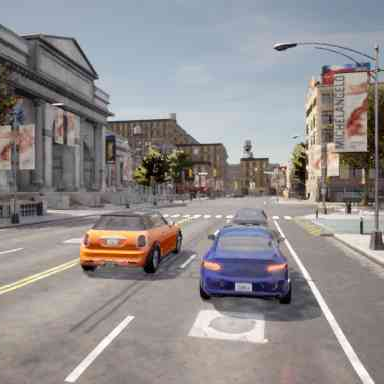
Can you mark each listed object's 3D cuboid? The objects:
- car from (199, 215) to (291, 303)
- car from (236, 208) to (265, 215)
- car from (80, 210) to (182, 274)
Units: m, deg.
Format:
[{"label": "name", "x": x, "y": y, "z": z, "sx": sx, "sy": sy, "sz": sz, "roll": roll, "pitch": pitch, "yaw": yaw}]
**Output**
[{"label": "car", "x": 1.314, "y": 1.526, "z": 8.176, "sx": 1.812, "sy": 1.442, "sz": 4.674, "roll": 0, "pitch": 0, "yaw": 10}, {"label": "car", "x": 3.091, "y": 1.547, "z": 17.537, "sx": 2.033, "sy": 1.411, "sz": 5.357, "roll": 0, "pitch": 0, "yaw": 11}, {"label": "car", "x": -1.728, "y": 1.352, "z": 10.905, "sx": 2.097, "sy": 1.767, "sz": 4.553, "roll": 0, "pitch": 0, "yaw": 10}]
